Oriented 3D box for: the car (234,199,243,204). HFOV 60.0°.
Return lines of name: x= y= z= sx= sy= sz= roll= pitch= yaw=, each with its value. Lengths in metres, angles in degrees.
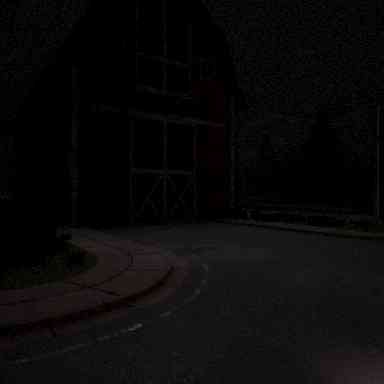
car: x=5.118 y=1.590 z=45.531 sx=1.994 sy=1.385 sz=4.181 roll=0 pitch=0 yaw=-35
